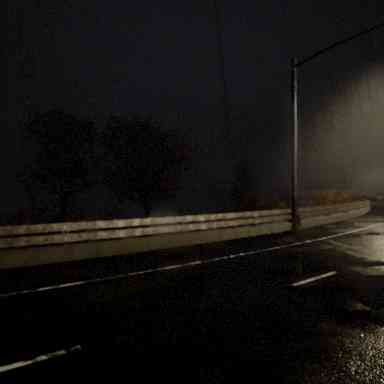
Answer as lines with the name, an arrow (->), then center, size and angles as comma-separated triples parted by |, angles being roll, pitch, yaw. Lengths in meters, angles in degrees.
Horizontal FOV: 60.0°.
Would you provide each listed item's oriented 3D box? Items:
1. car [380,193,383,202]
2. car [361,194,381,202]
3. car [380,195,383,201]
car -> 42.075, 1.140, 72.338 | 2.150, 2.045, 5.566 | 0, 0, 8
car -> 38.625, 1.469, 72.921 | 2.033, 1.411, 5.357 | 0, 0, 8
car -> 47.759, 1.461, 81.349 | 1.812, 1.442, 4.674 | 0, 0, 13
